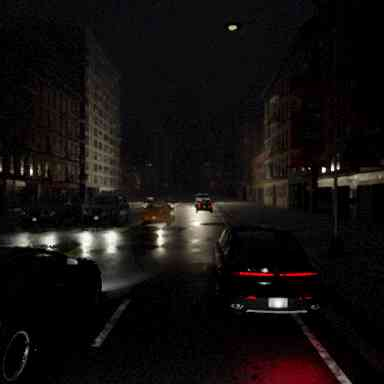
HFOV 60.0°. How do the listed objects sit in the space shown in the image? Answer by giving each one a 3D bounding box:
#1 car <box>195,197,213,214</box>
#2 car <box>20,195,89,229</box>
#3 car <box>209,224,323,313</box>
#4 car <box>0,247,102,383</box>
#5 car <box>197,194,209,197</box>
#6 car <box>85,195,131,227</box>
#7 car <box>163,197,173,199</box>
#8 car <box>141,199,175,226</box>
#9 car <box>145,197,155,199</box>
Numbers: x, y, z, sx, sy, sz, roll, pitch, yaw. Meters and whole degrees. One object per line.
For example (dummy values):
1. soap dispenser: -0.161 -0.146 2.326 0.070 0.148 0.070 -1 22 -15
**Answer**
1. car: 1.319 1.584 36.674 2.033 1.411 5.357 0 0 1
2. car: -9.087 1.246 22.117 2.150 2.045 5.566 0 0 2
3. car: 1.445 1.511 7.699 1.837 1.490 4.892 0 0 2
4. car: -2.922 1.570 5.314 1.994 1.385 4.181 0 0 2
5. car: 1.573 1.272 47.371 2.150 2.045 5.566 0 0 2
6. car: -5.802 1.246 23.205 2.150 2.045 5.566 0 0 2
7. car: -4.475 1.604 63.318 1.812 1.442 4.674 0 0 2
8. car: -2.334 1.500 23.697 1.882 1.535 5.008 0 0 2
9. car: -7.773 1.641 62.073 1.994 1.385 4.181 0 0 2
